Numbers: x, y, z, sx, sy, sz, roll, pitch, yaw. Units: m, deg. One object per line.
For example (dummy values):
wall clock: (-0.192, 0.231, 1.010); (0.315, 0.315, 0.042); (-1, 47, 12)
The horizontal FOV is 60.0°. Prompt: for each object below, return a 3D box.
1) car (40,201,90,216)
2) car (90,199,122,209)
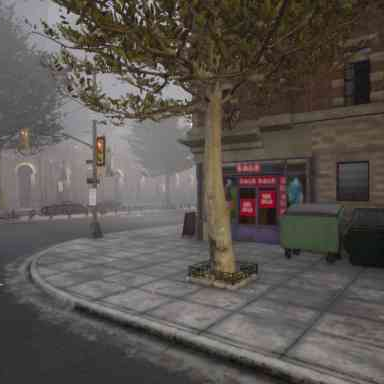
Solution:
car: (-12.701, 1.564, 32.894); (1.994, 1.385, 4.181); (0, 0, 36)
car: (-11.936, 1.595, 45.181); (1.895, 1.301, 4.718); (0, 0, 36)
